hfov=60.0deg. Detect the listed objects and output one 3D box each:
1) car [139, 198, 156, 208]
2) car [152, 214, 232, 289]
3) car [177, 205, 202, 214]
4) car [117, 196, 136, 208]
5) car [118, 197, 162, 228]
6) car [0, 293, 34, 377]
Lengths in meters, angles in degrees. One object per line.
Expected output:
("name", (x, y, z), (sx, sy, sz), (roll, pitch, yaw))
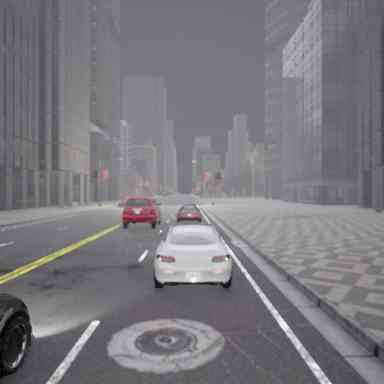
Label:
("car", (-7.118, 1.784, 53.856), (2.033, 1.411, 5.357), (0, 0, -1))
("car", (0.001, 1.577, 9.229), (1.812, 1.442, 4.674), (0, 0, -1))
("car", (-0.204, 1.709, 26.936), (1.994, 1.385, 4.181), (0, 0, -1))
("car", (-10.366, 1.587, 53.088), (2.097, 1.767, 4.553), (0, 0, 0))
("car", (-3.412, 1.351, 23.303), (2.150, 2.045, 5.566), (0, 0, -1))
("car", (-3.171, 1.582, 2.929), (1.994, 1.385, 4.181), (0, 0, -1))
